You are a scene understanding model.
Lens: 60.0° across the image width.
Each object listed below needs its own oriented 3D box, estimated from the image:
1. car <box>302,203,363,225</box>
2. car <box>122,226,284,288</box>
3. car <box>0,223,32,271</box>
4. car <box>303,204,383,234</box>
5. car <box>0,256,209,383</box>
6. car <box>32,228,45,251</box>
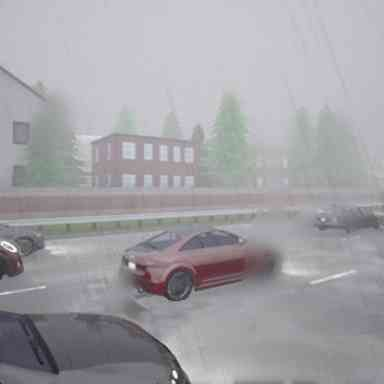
[{"bbox_3d":[10.144,1.496,23.877,4.718,1.301,1.895,0,0,-35],"label":"car"},{"bbox_3d":[0.347,1.540,8.292,4.181,1.385,1.994,0,0,-35],"label":"car"},{"bbox_3d":[-6.476,1.356,7.725,4.553,1.767,2.097,0,0,-36],"label":"car"},{"bbox_3d":[8.829,1.462,18.640,5.357,1.411,2.033,0,0,-35],"label":"car"},{"bbox_3d":[-2.013,1.566,2.309,4.181,1.385,1.994,0,0,-36],"label":"car"},{"bbox_3d":[-7.342,1.561,11.408,4.181,1.385,1.994,0,0,-35],"label":"car"}]
